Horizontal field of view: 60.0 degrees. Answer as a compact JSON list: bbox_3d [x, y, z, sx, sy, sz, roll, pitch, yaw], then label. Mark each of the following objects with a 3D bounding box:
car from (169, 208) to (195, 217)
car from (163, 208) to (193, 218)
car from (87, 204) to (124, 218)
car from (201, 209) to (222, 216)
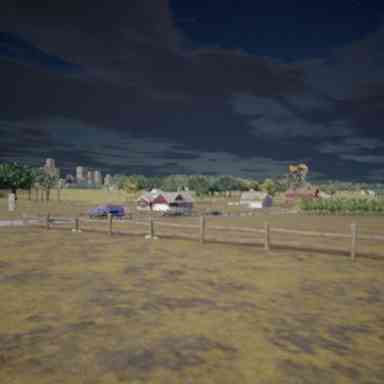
[{"bbox_3d":[-1.784,3.656,61.227,2.128,1.511,4.902,0,-2,36],"label":"car"},{"bbox_3d":[-2.530,3.507,55.396,2.033,1.411,5.357,0,-2,36],"label":"car"},{"bbox_3d":[-12.075,2.725,47.044,2.150,2.045,5.566,0,-2,36],"label":"car"},{"bbox_3d":[3.850,3.914,64.362,2.033,1.411,5.357,0,-2,36],"label":"car"}]
